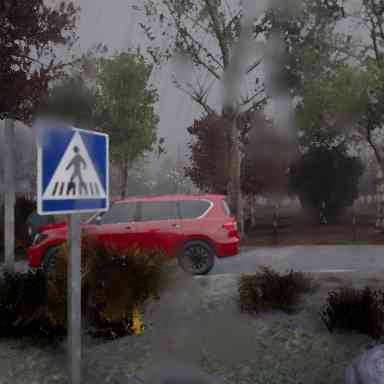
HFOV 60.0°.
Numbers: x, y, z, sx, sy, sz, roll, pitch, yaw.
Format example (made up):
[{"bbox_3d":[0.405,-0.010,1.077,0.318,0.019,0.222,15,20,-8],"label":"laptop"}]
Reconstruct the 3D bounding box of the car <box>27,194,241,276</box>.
[{"bbox_3d":[-1.476,1.117,9.200,5.566,2.045,2.150,-2,0,-2],"label":"car"}]
